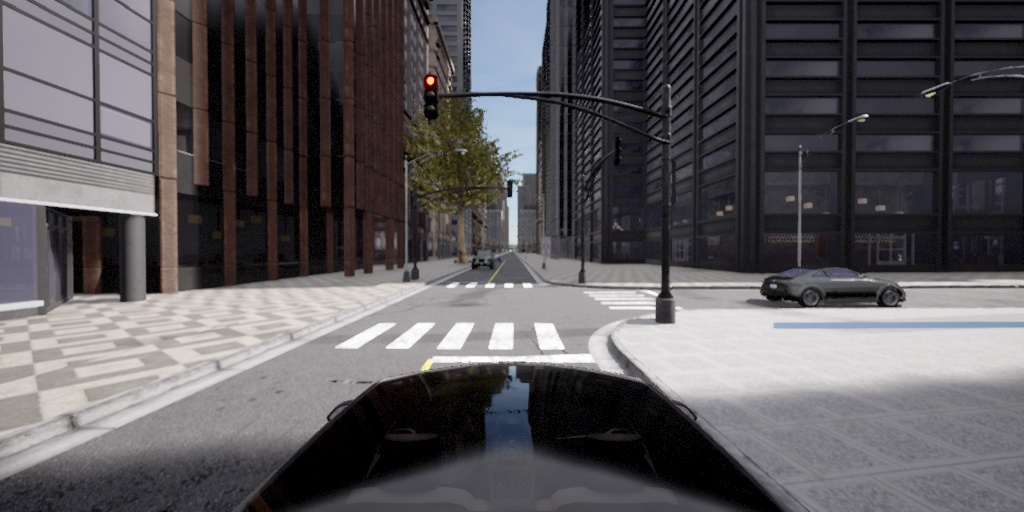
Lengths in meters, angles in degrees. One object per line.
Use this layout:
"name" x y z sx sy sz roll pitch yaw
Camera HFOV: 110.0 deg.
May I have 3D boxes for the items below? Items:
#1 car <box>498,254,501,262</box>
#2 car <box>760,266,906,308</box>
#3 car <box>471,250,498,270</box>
"car" -2.845 0.320 61.369 1.812 1.442 4.674 0 1 1
"car" 11.556 1.063 13.097 4.181 1.385 1.994 0 1 0
"car" -2.994 0.361 38.083 2.150 2.045 5.566 0 1 0
